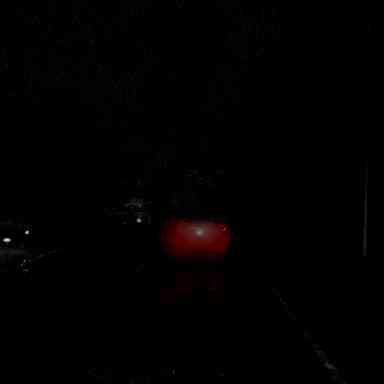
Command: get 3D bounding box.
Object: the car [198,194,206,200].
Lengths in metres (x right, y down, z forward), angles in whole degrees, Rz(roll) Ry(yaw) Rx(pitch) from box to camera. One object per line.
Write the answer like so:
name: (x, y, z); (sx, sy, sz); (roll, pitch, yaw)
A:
car: (2.542, 1.504, 84.731); (1.837, 1.490, 4.892); (1, 0, 2)

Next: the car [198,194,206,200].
car: (2.863, 1.433, 95.141); (2.128, 1.511, 4.902); (1, 0, 2)

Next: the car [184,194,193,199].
car: (-0.956, 1.458, 84.839); (2.033, 1.411, 5.357); (1, 0, 2)

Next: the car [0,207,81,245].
car: (-6.705, 1.380, 14.871); (2.033, 1.411, 5.357); (1, 0, 2)

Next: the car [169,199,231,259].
car: (0.342, 1.356, 12.982); (2.097, 1.767, 4.553); (1, 0, 2)

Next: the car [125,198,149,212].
car: (-5.956, 1.373, 36.166); (1.812, 1.442, 4.674); (1, 0, 2)

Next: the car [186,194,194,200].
car: (-0.634, 1.363, 95.249); (2.033, 1.411, 5.357); (1, 0, 2)
